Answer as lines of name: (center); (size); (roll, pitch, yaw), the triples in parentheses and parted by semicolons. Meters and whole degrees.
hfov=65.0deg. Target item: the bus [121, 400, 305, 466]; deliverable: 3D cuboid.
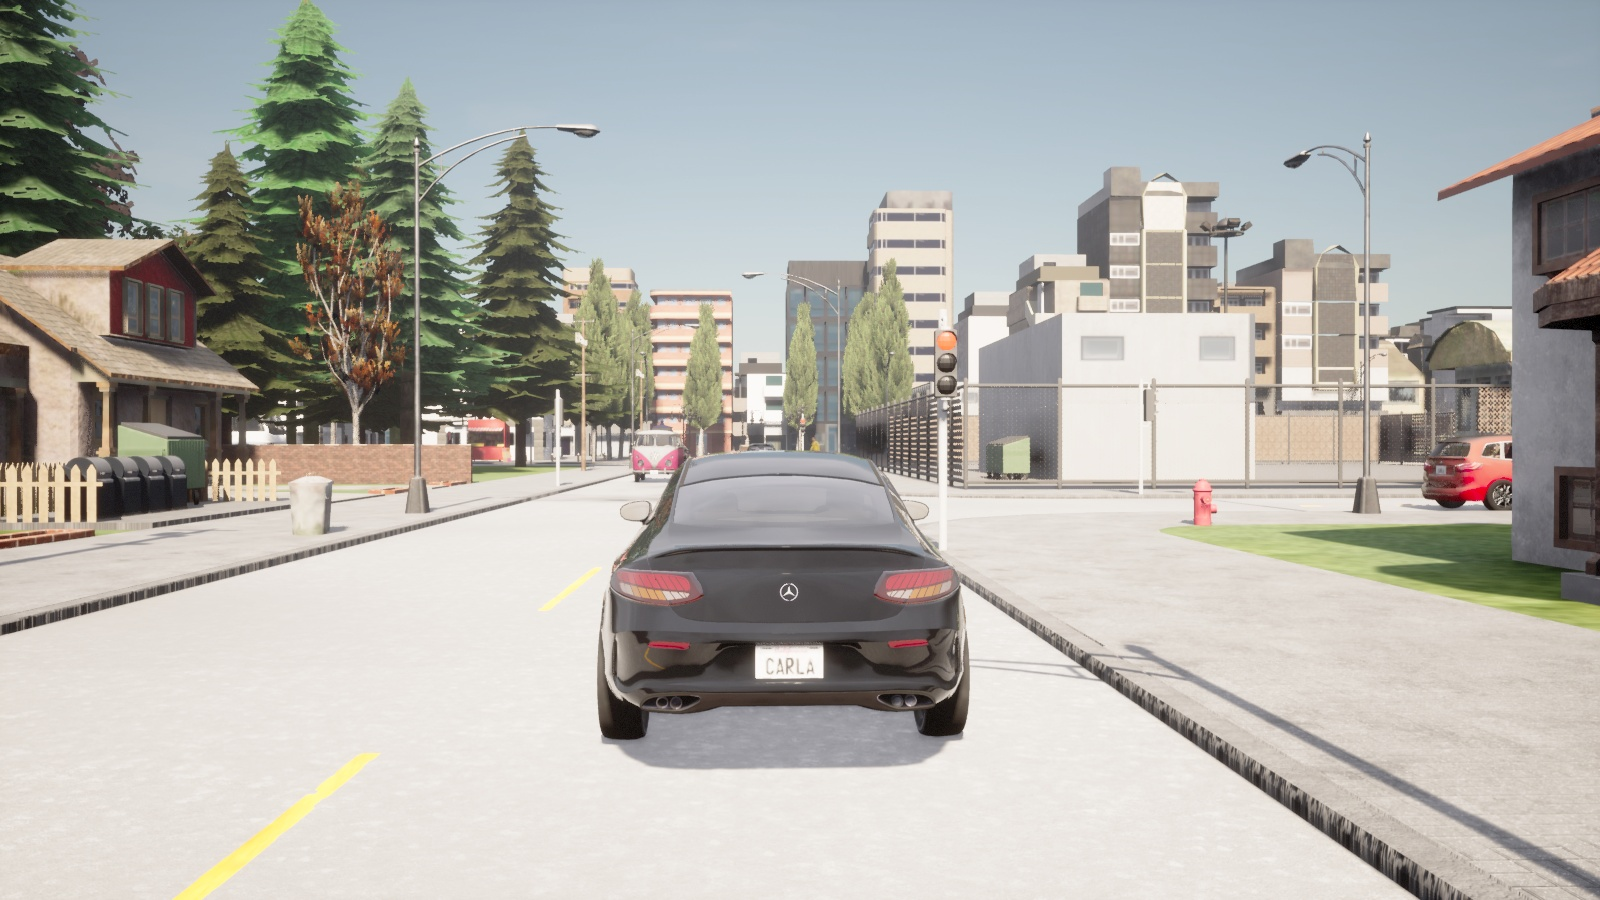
bus: (-38.772, -1.131, 83.265); (10.273, 4.253, 3.944); (0, 0, -2)

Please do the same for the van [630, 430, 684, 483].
van: (-5.522, 0.218, 49.039); (1.775, 1.987, 4.442); (0, 0, -2)

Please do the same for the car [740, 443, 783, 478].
car: (-1.709, 0.447, 55.188); (1.816, 1.474, 4.193); (0, 0, -2)

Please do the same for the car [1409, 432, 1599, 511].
car: (16.205, 0.448, 27.524); (4.611, 1.667, 2.242); (0, 0, -2)

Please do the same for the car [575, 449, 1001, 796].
car: (-0.142, 0.729, 7.674); (1.812, 1.442, 4.674); (0, 0, -2)
